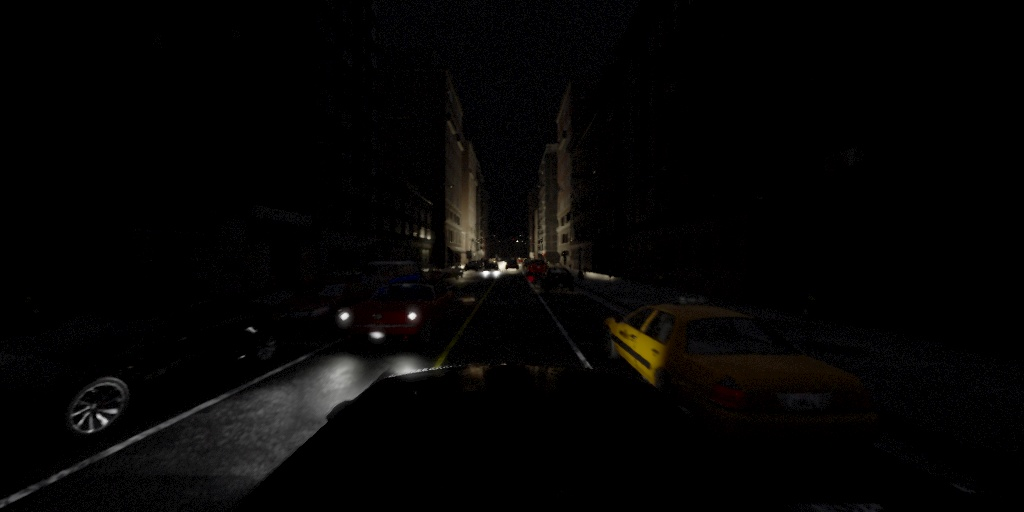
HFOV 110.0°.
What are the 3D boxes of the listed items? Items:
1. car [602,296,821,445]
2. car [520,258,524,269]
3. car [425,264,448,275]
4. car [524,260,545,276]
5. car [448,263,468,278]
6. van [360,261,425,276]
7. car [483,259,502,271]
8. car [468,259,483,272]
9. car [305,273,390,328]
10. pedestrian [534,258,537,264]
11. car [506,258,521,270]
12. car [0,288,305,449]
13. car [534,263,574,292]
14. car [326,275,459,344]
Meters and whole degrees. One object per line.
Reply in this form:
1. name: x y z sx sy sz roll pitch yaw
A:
1. car: 2.639 1.281 5.545 1.751 1.417 4.829 0 0 0
2. car: 2.642 1.375 59.673 1.751 1.417 4.829 0 0 0
3. car: -5.385 1.230 21.623 1.967 1.591 4.097 0 0 0
4. car: 2.753 1.170 39.313 2.097 1.767 4.553 0 0 0
5. car: -5.385 1.336 32.278 1.751 1.417 4.829 0 0 0
6. van: -5.385 1.121 16.210 1.690 1.789 3.998 0 0 0
7. car: -2.819 1.441 50.457 1.895 1.301 4.718 0 0 0
8. car: -5.384 1.421 48.686 1.802 1.307 4.207 0 0 0
9. car: -5.385 1.353 10.798 1.802 1.307 4.207 0 0 0
10. pedestrian: 2.753 1.118 42.119 0.375 1.860 0.375 0 0 -5
11. car: 0.021 1.426 55.380 1.994 1.385 4.181 0 0 0
12. car: -5.386 1.326 5.384 1.948 1.339 4.313 0 0 0
13. car: 2.640 1.337 21.613 2.007 1.370 4.403 0 0 0
14. car: -2.837 1.368 9.779 1.895 1.301 4.718 0 0 0
